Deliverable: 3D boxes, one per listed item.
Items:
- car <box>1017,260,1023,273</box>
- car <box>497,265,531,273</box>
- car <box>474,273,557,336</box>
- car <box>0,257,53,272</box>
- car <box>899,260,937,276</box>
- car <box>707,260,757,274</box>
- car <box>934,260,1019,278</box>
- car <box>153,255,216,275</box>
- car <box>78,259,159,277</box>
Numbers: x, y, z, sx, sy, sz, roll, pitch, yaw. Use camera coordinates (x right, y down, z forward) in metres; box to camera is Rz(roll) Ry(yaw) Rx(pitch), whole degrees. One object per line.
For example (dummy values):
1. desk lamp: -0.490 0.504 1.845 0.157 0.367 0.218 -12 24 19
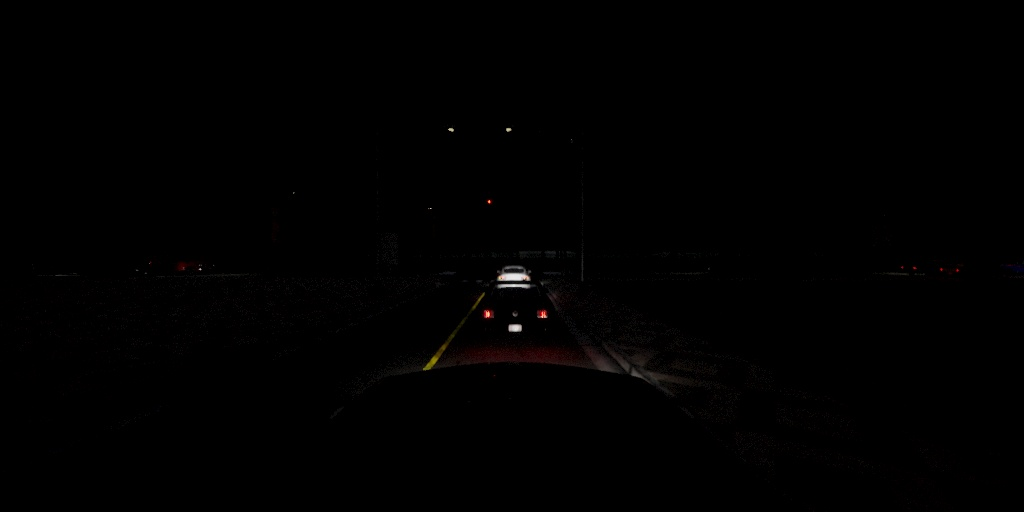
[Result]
1. car: 52.273 1.167 35.951 5.008 1.535 1.882 0 0 0
2. car: 0.112 1.239 20.282 1.812 1.442 4.674 0 0 1
3. car: 0.108 1.334 10.298 1.895 1.301 4.718 0 0 1
4. car: -49.441 0.842 36.190 4.181 1.385 1.994 0 0 -3
5. car: 42.319 1.237 35.984 5.357 1.411 2.033 0 0 1
6. car: 24.192 1.159 39.537 4.902 1.511 2.128 0 0 1
7. car: 42.295 1.312 32.735 4.718 1.301 1.895 0 0 1
8. car: -33.506 0.885 36.502 5.566 2.045 2.150 0 0 0
9. car: -36.622 1.229 33.222 5.357 1.411 2.033 0 0 -1
